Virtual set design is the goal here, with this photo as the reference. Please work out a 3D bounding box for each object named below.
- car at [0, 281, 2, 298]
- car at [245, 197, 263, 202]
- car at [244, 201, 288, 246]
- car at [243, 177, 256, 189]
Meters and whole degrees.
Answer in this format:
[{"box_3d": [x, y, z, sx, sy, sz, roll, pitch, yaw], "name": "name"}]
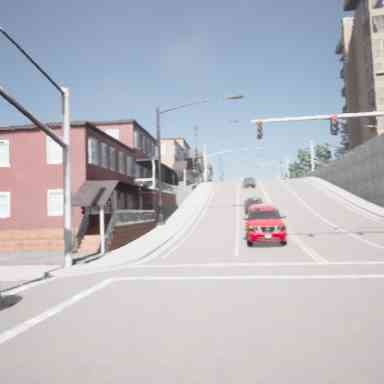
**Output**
[{"box_3d": [-7.165, 2.132, 7.993, 4.553, 1.767, 2.097, -3, -3, 9], "name": "car"}, {"box_3d": [6.298, 1.269, 33.398, 1.895, 1.301, 4.718, -3, 7, 8], "name": "car"}, {"box_3d": [4.394, 1.913, 20.236, 2.150, 2.045, 5.566, -3, 1, 8], "name": "car"}, {"box_3d": [8.731, -1.506, 50.523, 2.033, 1.411, 5.357, -3, 9, 9], "name": "car"}]
